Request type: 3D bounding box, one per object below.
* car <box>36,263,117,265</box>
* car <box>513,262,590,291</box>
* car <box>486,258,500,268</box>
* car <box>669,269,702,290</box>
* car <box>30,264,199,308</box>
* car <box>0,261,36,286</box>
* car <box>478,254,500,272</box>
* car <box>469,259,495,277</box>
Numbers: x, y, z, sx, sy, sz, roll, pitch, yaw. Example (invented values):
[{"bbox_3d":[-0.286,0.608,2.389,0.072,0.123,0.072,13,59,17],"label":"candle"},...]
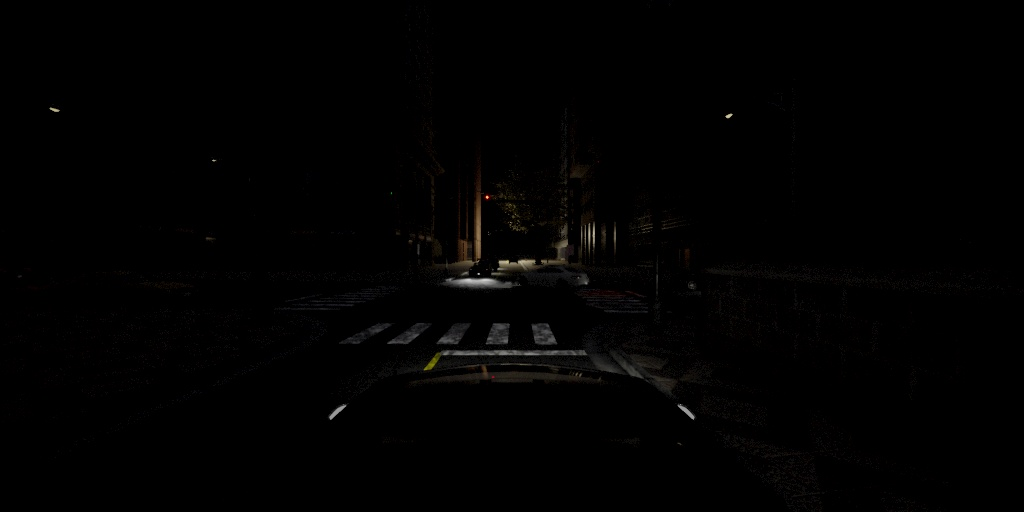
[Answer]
[{"bbox_3d":[-26.227,1.064,22.443,4.313,1.339,1.948,0,0,1],"label":"car"},{"bbox_3d":[2.454,1.276,21.907,4.674,1.442,1.812,1,1,40],"label":"car"},{"bbox_3d":[-2.872,1.058,54.340,1.812,1.442,4.674,0,0,0],"label":"car"},{"bbox_3d":[12.006,1.381,22.062,4.403,1.370,2.007,0,0,1],"label":"car"},{"bbox_3d":[-14.892,1.146,13.804,4.829,1.417,1.751,0,0,1],"label":"car"},{"bbox_3d":[-29.623,0.934,19.814,5.008,1.535,1.882,1,0,1],"label":"car"},{"bbox_3d":[-2.930,0.830,44.177,2.150,2.045,5.566,0,0,-1],"label":"car"},{"bbox_3d":[-2.968,1.274,34.364,1.895,1.301,4.718,0,0,0],"label":"car"}]
